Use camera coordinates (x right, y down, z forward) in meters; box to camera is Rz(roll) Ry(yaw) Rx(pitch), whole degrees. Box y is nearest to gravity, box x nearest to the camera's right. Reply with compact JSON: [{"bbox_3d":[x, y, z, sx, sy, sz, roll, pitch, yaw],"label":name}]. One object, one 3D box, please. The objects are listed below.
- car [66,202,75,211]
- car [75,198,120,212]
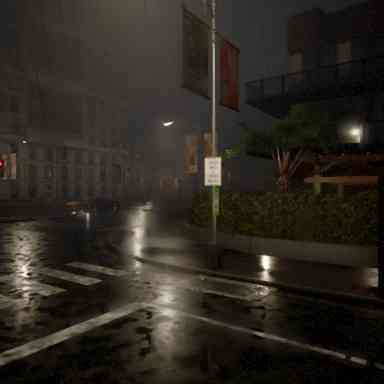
[{"bbox_3d":[-13.050,1.478,40.877,1.882,1.535,5.008,0,0,35],"label":"car"},{"bbox_3d":[-10.553,1.505,38.334,1.837,1.490,4.892,0,0,36],"label":"car"}]
